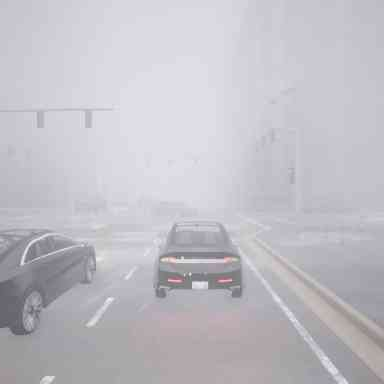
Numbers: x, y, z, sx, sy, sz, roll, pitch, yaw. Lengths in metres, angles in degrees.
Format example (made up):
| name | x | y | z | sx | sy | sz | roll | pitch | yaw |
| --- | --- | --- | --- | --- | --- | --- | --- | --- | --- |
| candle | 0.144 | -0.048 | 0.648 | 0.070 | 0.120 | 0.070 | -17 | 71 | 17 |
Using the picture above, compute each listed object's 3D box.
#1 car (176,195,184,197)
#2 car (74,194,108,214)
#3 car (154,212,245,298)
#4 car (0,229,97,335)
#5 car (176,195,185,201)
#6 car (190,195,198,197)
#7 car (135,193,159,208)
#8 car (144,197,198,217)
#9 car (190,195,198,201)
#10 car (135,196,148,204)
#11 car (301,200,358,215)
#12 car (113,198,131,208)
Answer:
| name | x | y | z | sx | sy | sz | roll | pitch | yaw |
| --- | --- | --- | --- | --- | --- | --- | --- | --- | --- |
| car | -2.986 | 1.497 | 75.781 | 1.837 | 1.490 | 4.892 | 0 | 0 | 0 |
| car | -10.367 | 1.196 | 34.639 | 2.150 | 2.045 | 5.566 | 0 | 0 | 0 |
| car | 0.134 | 1.492 | 8.507 | 2.128 | 1.511 | 4.902 | 0 | 0 | 0 |
| car | -3.400 | 1.492 | 6.687 | 2.128 | 1.511 | 4.902 | 0 | 0 | 1 |
| car | -2.920 | 1.523 | 85.483 | 2.033 | 1.411 | 5.357 | 0 | 0 | 0 |
| car | 0.518 | 1.593 | 76.414 | 1.895 | 1.301 | 4.718 | 0 | 0 | 0 |
| car | -6.756 | 1.217 | 49.517 | 2.150 | 2.045 | 5.566 | 0 | 1 | 1 |
| car | -1.650 | 1.474 | 28.943 | 4.892 | 1.490 | 1.837 | 0 | 2 | 44 |
| car | 0.580 | 1.461 | 85.459 | 1.882 | 1.535 | 5.008 | 0 | 0 | 0 |
| car | -10.061 | 1.525 | 66.786 | 1.812 | 1.442 | 4.674 | 0 | 0 | 1 |
| car | 13.435 | 1.492 | 32.977 | 5.357 | 1.411 | 2.033 | 0 | 0 | 0 |
| car | -10.266 | 1.564 | 48.973 | 1.994 | 1.385 | 4.181 | 0 | 0 | 0 |
